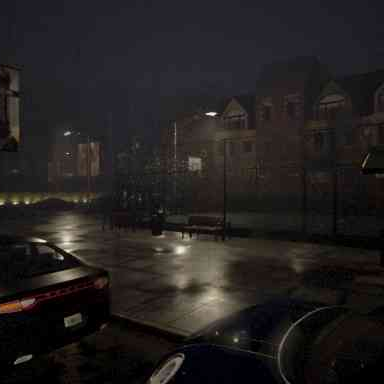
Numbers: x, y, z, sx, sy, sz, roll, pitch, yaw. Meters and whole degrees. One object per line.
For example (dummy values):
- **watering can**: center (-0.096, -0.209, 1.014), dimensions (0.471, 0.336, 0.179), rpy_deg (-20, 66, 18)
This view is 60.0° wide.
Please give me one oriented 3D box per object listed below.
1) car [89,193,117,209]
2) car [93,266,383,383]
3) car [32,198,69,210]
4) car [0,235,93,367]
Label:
- **car**: center (-11.857, 1.223, 47.001), dimensions (2.150, 2.045, 5.566), rpy_deg (0, 0, 35)
- **car**: center (1.777, 1.354, 2.036), dimensions (4.553, 1.767, 2.185), rpy_deg (0, 0, 35)
- **car**: center (-18.502, 1.526, 43.599), dimensions (1.812, 1.442, 4.674), rpy_deg (0, 0, 35)
- **car**: center (-3.532, 1.480, 5.656), dimensions (5.008, 1.535, 2.097), rpy_deg (0, 0, 35)
